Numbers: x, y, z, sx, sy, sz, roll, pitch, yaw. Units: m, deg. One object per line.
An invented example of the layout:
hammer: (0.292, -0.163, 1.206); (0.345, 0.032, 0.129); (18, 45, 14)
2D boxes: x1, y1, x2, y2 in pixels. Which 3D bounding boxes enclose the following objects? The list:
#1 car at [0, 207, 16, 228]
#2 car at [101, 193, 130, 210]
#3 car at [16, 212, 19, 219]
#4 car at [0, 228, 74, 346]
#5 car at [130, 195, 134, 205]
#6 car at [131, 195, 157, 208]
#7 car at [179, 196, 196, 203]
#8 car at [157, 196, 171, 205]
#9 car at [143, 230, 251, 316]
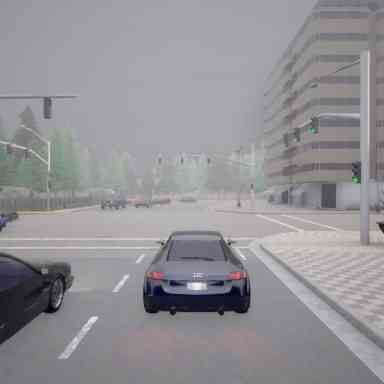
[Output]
car: (-12.520, 1.229, 18.639); (5.566, 2.045, 2.150); (0, -2, 36)
car: (-10.404, 1.221, 44.430); (2.150, 2.045, 5.566); (0, 0, 2)
car: (-15.077, 1.601, 24.434); (4.181, 1.385, 1.994); (-1, 0, 0)
car: (-3.426, 1.547, 4.599); (2.033, 1.411, 5.357); (0, 0, 0)
car: (-9.582, 1.352, 53.863); (2.097, 1.767, 4.553); (0, 0, 8)
car: (-6.828, 1.547, 48.088); (2.033, 1.411, 5.357); (0, 0, 2)
car: (-0.862, 1.563, 68.777); (1.994, 1.385, 4.181); (0, 0, 30)
car: (-5.254, 1.477, 58.395); (1.882, 1.535, 5.008); (0, 0, 17)
car: (0.094, 1.564, 7.632); (1.994, 1.385, 4.181); (0, 0, 0)
